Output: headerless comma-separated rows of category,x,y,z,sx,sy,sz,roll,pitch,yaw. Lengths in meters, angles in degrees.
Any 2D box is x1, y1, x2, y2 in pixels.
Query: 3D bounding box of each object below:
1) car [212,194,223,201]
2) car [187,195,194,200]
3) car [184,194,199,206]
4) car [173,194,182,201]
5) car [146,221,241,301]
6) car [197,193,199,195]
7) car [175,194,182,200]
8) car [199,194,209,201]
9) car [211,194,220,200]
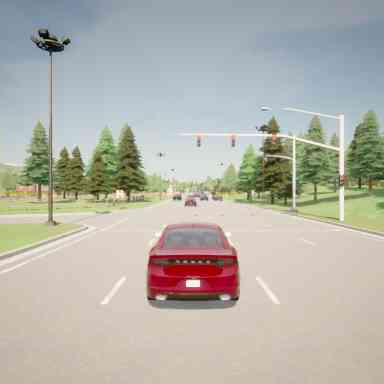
car,6.676,1.516,83.640,2.128,1.511,4.902,0,0,0
car,-0.364,1.427,94.062,1.895,1.301,4.718,0,0,0
car,-0.204,1.525,53.000,1.812,1.442,4.674,0,0,0
car,-3.824,1.469,83.599,1.882,1.535,5.008,0,0,0
car,0.031,1.478,8.398,1.882,1.535,5.008,0,0,0
car,3.136,1.357,94.046,2.128,1.511,4.902,0,0,0
car,-3.864,1.310,94.019,1.882,1.535,5.008,0,0,0
car,3.175,1.516,84.043,1.812,1.442,4.674,0,0,0
car,6.636,1.372,94.060,2.033,1.411,5.357,0,0,0
